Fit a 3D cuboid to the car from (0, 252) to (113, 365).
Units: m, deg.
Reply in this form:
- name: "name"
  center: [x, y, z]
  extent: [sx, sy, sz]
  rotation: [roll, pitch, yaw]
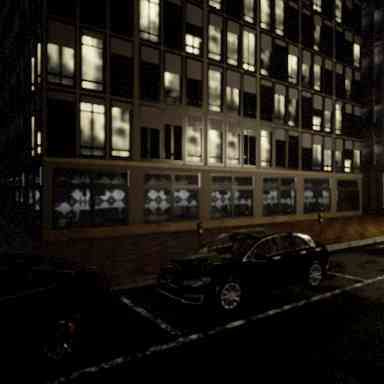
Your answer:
- name: "car"
  center: [-3.185, 1.567, 4.282]
  extent: [4.313, 1.339, 1.947]
  rotation: [0, 0, -35]

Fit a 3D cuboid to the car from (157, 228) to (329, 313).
- name: "car"
  center: [1.325, 1.527, 7.497]
  extent: [4.403, 1.369, 2.008]
  rotation: [0, 0, -35]
